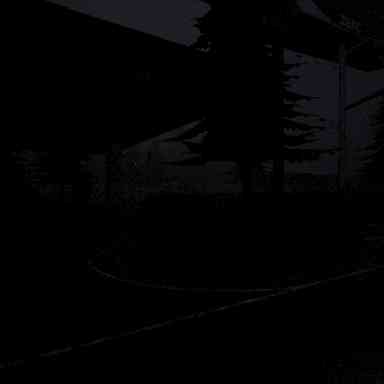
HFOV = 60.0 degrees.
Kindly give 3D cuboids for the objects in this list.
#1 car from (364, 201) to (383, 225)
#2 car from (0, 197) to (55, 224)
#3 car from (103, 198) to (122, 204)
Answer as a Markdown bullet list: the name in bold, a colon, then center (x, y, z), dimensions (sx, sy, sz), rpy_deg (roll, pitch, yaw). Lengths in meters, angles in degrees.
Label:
- **car**: center (11.450, 1.317, 21.334), dimensions (2.128, 1.511, 4.902), rpy_deg (0, 1, -36)
- **car**: center (-11.894, 1.313, 23.518), dimensions (3.866, 1.878, 1.905), rpy_deg (0, 0, -36)
- **car**: center (-13.529, 1.300, 56.785), dimensions (2.128, 1.511, 4.902), rpy_deg (0, 0, -36)
